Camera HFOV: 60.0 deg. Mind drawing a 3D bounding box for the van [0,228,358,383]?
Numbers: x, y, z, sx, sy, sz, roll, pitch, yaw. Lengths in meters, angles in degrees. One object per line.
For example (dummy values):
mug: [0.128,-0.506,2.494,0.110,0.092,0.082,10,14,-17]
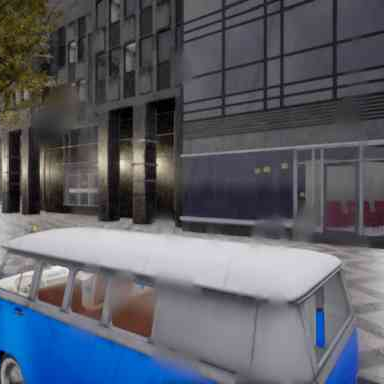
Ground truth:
van: [-0.500,1.340,3.321,3.998,1.788,1.690,0,0,36]
